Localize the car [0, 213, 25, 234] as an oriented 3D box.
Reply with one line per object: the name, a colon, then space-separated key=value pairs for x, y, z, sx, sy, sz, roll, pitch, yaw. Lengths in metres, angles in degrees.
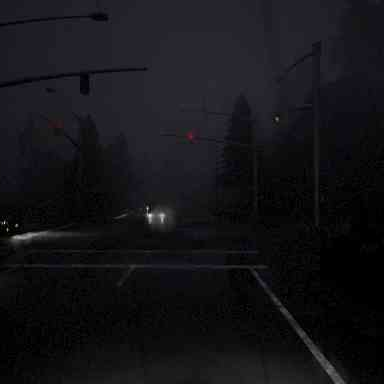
car: x=-11.115 y=1.564 z=17.431 sx=4.181 sy=1.385 sz=1.994 roll=0 pitch=0 yaw=2

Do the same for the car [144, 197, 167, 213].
car: x=-3.776 y=1.547 z=37.062 sx=2.033 sy=1.411 sz=5.357 roll=0 pitch=0 yaw=-1

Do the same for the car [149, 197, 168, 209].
car: x=-4.778 y=1.491 z=46.835 sx=2.128 sy=1.511 sz=4.902 roll=0 pitch=0 yaw=-11

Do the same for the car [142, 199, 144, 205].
car: x=-7.280 y=1.526 z=56.566 sx=1.812 sy=1.442 sz=4.674 roll=0 pitch=0 yaw=-20
